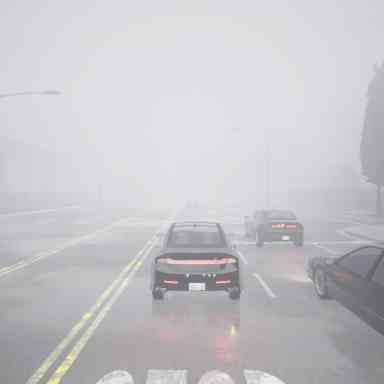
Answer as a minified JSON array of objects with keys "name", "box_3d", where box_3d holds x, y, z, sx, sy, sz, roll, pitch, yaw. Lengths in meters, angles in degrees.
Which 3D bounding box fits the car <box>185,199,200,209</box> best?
[{"name":"car","box_3d":[0.023,1.601,44.139,1.895,1.301,4.718,0,0,0]}]

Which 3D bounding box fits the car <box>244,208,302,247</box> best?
[{"name":"car","box_3d":[3.574,1.505,15.116,1.837,1.490,4.892,0,0,0]}]

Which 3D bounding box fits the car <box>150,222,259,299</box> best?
[{"name":"car","box_3d":[0.086,1.492,8.417,2.128,1.511,4.902,0,0,0]}]

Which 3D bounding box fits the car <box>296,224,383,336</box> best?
[{"name":"car","box_3d":[3.591,1.547,5.370,2.033,1.411,5.357,0,0,0]}]
